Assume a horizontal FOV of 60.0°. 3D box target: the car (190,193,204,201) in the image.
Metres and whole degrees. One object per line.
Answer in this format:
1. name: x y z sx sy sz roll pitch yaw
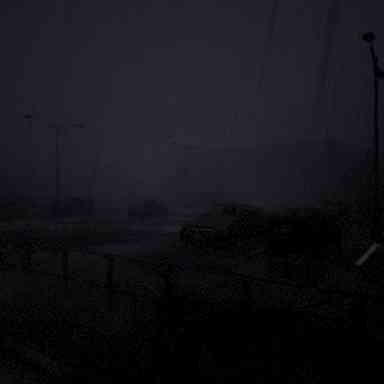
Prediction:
1. car: 1.400 1.102 45.945 1.905 1.878 3.866 0 0 35

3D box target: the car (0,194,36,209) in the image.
1. car: -21.622 1.133 40.842 1.932 1.855 4.605 0 0 35

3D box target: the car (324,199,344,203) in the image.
1. car: 12.465 1.394 29.477 1.970 1.475 3.806 0 0 35

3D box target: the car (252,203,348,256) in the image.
1. car: 4.240 1.344 12.514 2.007 1.523 4.514 0 0 35

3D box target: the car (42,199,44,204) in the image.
1. car: -21.568 1.340 53.024 2.007 1.523 4.514 0 0 35

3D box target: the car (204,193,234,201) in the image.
1. car: 4.016 1.120 44.617 1.932 1.855 4.605 0 0 35

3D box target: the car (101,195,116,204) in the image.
1. car: -14.525 1.272 56.698 1.970 1.475 3.806 0 0 35

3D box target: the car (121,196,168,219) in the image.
1. car: -3.664 1.337 27.350 1.845 1.501 3.633 0 0 35

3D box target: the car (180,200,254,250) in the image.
1. car: 1.640 1.338 14.270 2.152 1.636 5.027 0 0 35

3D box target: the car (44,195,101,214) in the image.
1. car: -11.826 1.323 33.115 2.007 1.523 4.514 0 0 35

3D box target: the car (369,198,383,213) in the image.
1. car: 19.162 1.382 33.847 1.845 1.501 3.633 0 0 35

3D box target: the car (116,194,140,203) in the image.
1. car: -9.082 1.189 53.283 2.152 1.636 5.027 0 0 35
